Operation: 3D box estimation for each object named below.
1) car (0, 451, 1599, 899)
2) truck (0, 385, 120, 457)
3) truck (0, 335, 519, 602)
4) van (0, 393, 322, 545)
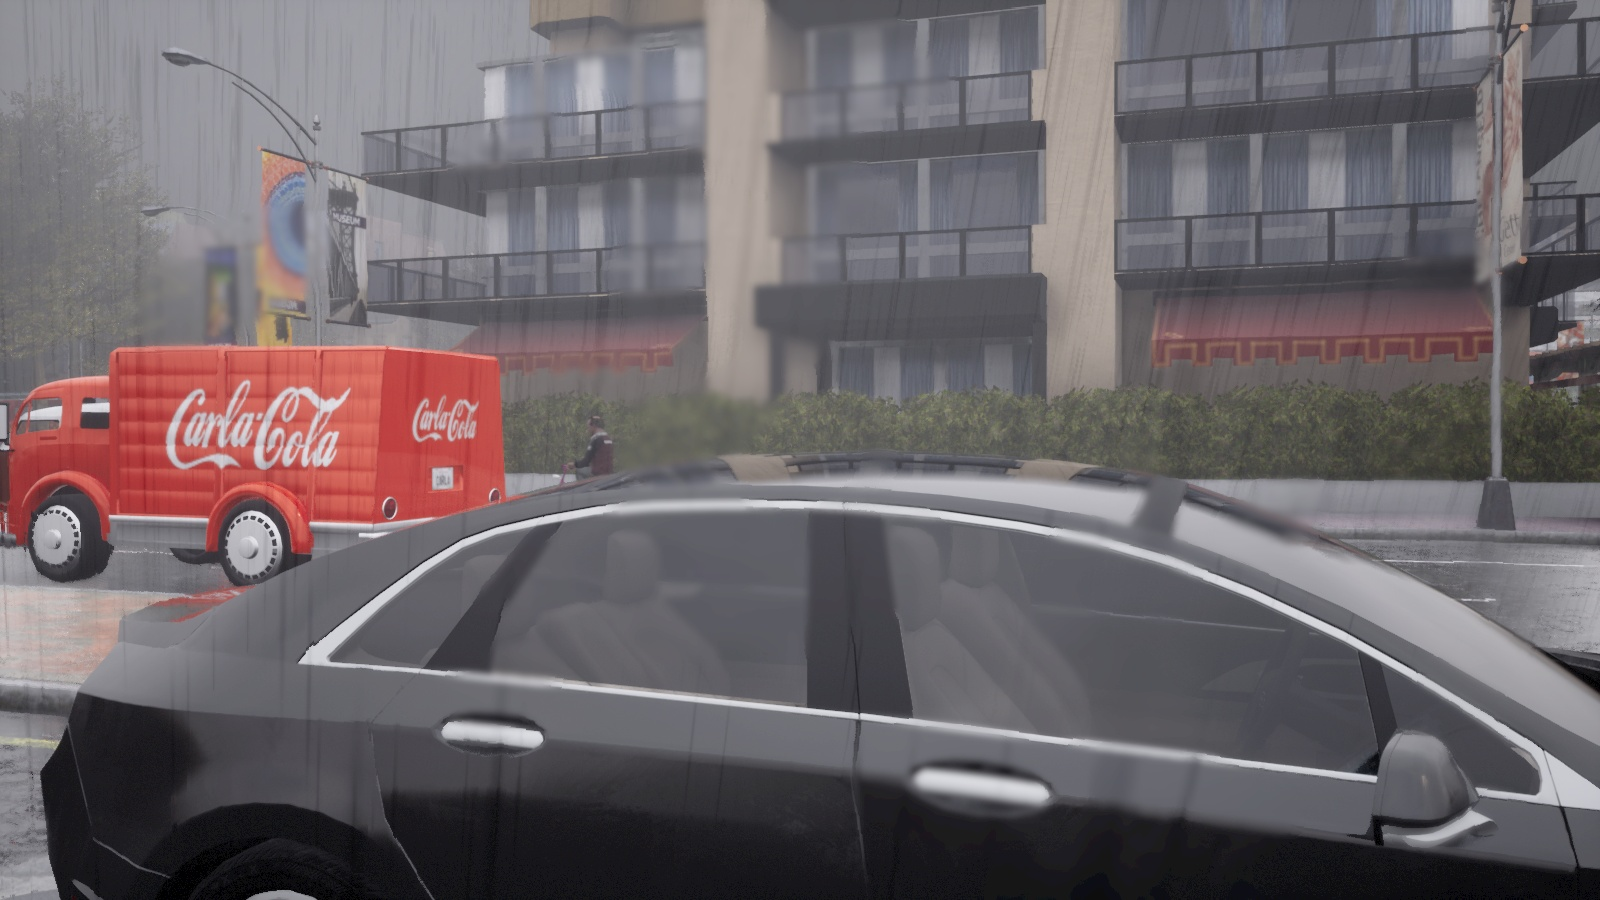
[{"bbox_3d":[0.540,0.785,3.011,4.892,1.490,1.837,1,1,19],"label":"car"},{"bbox_3d":[-42.201,-1.612,69.671,8.468,3.827,2.891,1,1,19],"label":"truck"},{"bbox_3d":[-6.043,0.107,13.654,5.204,2.467,2.627,1,1,19],"label":"truck"},{"bbox_3d":[-9.596,0.218,18.508,4.480,2.038,2.069,1,1,19],"label":"van"}]
